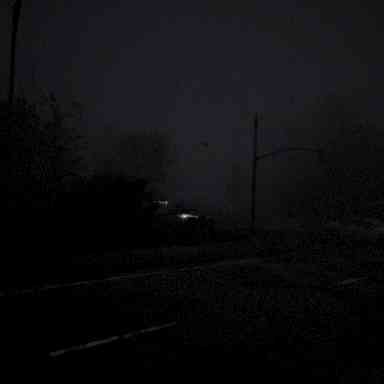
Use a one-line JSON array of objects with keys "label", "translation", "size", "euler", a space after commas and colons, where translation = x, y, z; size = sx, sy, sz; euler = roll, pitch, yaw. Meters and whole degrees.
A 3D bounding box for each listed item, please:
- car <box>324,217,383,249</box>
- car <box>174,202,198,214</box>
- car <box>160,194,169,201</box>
[{"label": "car", "translation": [9.346, 2.093, 17.870], "size": [1.812, 1.442, 4.674], "euler": [3, -2, -29]}, {"label": "car", "translation": [-0.774, 1.973, 41.360], "size": [2.033, 1.411, 5.357], "euler": [3, 1, -17]}, {"label": "car", "translation": [-5.793, 1.042, 67.047], "size": [1.994, 1.385, 4.181], "euler": [2, 2, -6]}]
